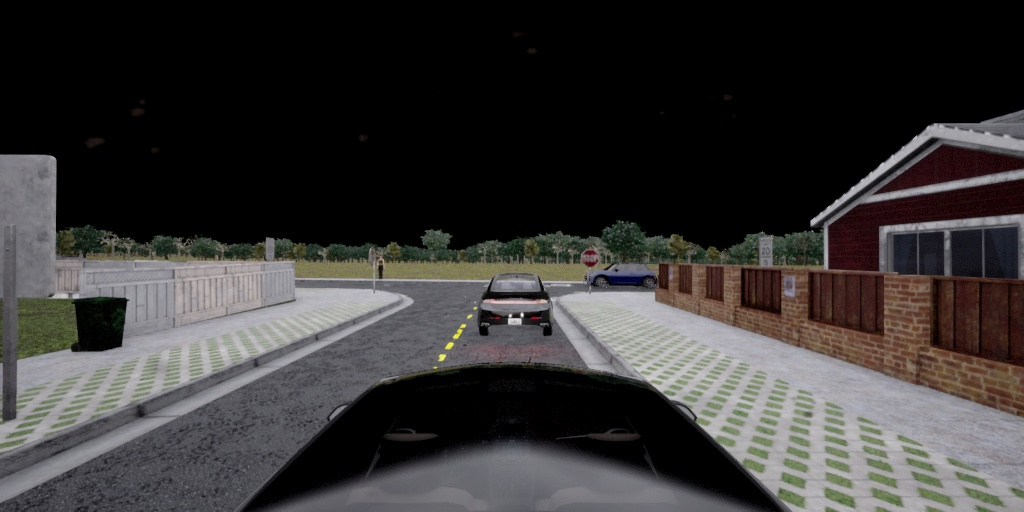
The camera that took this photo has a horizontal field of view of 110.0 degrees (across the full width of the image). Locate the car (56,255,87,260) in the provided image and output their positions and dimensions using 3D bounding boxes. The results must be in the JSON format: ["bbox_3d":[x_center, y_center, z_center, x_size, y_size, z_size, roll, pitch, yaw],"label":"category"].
[{"bbox_3d":[-30.404,0.739,23.544,4.553,1.767,2.097,1,0,-1],"label":"car"}]

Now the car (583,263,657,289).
[{"bbox_3d":[7.087,1.220,23.823,4.553,1.767,2.097,1,0,-1],"label":"car"}]

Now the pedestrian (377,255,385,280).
[{"bbox_3d":[-9.742,0.819,26.615,0.375,1.860,0.375,0,-1,0],"label":"pedestrian"}]

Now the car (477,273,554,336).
[{"bbox_3d":[0.135,1.243,10.390,2.128,1.511,4.902,0,0,2],"label":"car"}]
